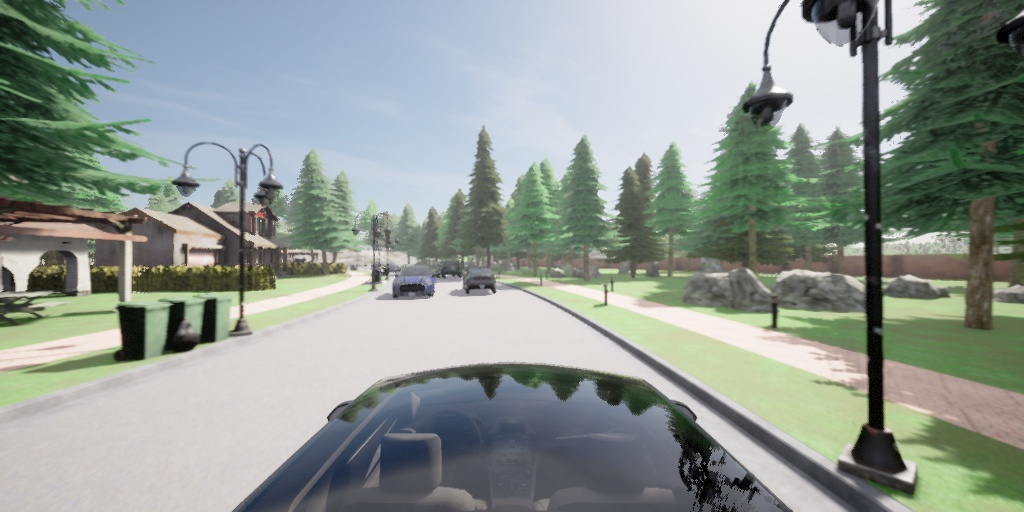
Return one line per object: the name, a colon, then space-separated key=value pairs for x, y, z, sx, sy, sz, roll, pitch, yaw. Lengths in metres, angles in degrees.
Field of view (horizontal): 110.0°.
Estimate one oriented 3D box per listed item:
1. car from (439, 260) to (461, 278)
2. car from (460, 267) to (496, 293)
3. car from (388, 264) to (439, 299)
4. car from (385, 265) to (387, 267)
car: x=-7.315 y=1.479 z=41.444 sx=2.150 sy=2.045 sz=5.566 roll=0 pitch=0 yaw=-20
car: x=-2.151 y=1.521 z=23.072 sx=1.837 sy=1.490 sz=4.892 roll=0 pitch=0 yaw=-10
car: x=-5.361 y=1.344 z=20.080 sx=2.097 sy=1.767 sz=4.553 roll=0 pitch=-1 yaw=-10
car: x=-19.628 y=2.007 z=58.881 sx=2.128 sy=1.511 sz=4.902 roll=0 pitch=-1 yaw=-30
